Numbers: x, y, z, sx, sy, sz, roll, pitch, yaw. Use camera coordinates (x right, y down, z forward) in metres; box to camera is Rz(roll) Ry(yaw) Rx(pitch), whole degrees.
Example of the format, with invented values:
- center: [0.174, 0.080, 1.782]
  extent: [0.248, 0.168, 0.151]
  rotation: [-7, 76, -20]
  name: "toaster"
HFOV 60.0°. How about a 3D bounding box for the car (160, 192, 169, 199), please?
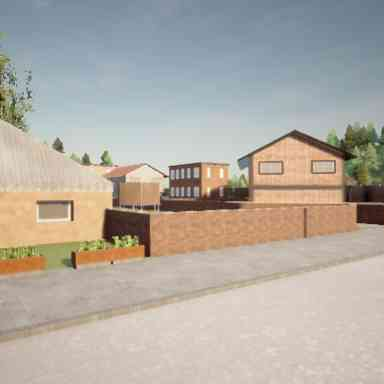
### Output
- center: [-3.914, 0.970, 46.050]
  extent: [1.905, 1.878, 3.866]
  rotation: [0, 0, -35]
  name: "car"
